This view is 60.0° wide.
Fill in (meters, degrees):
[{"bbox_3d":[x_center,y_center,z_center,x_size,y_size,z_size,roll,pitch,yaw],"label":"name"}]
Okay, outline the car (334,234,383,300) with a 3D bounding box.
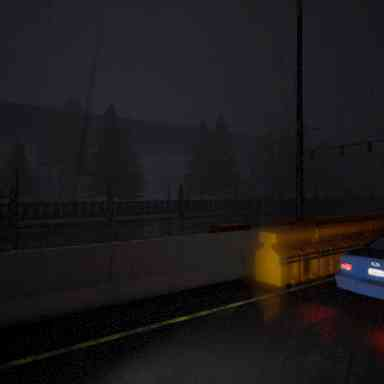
[{"bbox_3d":[5.470,1.548,7.647,5.357,1.411,2.033,0,0,-36],"label":"car"}]
